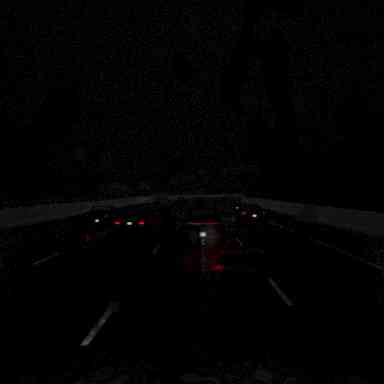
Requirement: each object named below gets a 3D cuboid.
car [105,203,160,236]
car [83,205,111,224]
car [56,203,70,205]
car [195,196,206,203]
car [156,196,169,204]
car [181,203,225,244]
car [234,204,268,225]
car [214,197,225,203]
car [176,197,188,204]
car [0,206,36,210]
[{"bbox_3d":[-2.941,1.561,18.446,2.033,1.411,5.357,0,0,1],"label":"car"},{"bbox_3d":[-6.306,1.630,24.465,1.895,1.301,4.718,0,0,1],"label":"car"},{"bbox_3d":[-16.558,1.677,43.029,1.895,1.301,4.718,0,0,2],"label":"car"},{"bbox_3d":[1.592,1.487,61.914,2.128,1.511,4.902,0,0,2],"label":"car"},{"bbox_3d":[-5.439,1.552,61.716,1.812,1.442,4.674,0,0,2],"label":"car"},{"bbox_3d":[0.502,1.490,15.783,2.128,1.511,4.902,0,0,1],"label":"car"},{"bbox_3d":[4.187,1.546,24.031,1.994,1.385,4.181,0,0,1],"label":"car"},{"bbox_3d":[5.091,1.543,61.745,1.994,1.385,4.181,0,0,2],"label":"car"},{"bbox_3d":[-1.907,1.575,61.911,1.994,1.385,4.181,0,0,2],"label":"car"},{"bbox_3d":[-20.157,1.584,38.992,2.128,1.511,4.902,0,0,2],"label":"car"}]
